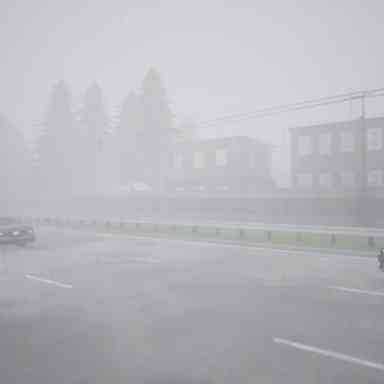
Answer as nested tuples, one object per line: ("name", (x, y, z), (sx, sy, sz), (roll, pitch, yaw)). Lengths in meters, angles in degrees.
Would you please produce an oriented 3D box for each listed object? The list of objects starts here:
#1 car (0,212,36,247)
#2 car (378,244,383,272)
("car", (-9.087, 1.730, 14.777), (5.357, 1.411, 2.033), (-1, 0, 36))
("car", (7.082, 1.459, 7.539), (5.008, 1.535, 1.882), (-1, 0, 36))
